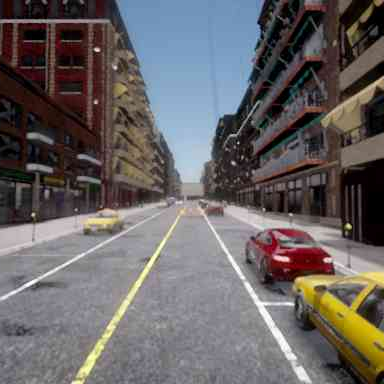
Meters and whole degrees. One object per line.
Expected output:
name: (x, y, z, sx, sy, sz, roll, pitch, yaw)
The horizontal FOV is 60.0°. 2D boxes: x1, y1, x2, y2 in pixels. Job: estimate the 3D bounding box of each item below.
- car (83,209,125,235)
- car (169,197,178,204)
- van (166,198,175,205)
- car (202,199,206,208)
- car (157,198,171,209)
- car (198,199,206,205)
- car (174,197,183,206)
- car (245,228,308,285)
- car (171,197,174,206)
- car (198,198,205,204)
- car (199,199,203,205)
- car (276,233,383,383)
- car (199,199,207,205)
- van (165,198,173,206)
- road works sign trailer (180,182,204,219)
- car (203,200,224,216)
car: (-5.278, 1.730, 20.428, 1.752, 1.417, 4.829, 2, -1, 0)
car: (-5.222, 2.418, 92.485, 2.192, 1.841, 5.009, 1, -1, 0)
van: (-5.231, 2.288, 81.425, 1.690, 1.788, 3.998, 1, -1, 0)
car: (2.617, 1.981, 42.814, 1.752, 1.417, 4.829, 1, -1, 0)
car: (-5.251, 2.181, 59.132, 1.752, 1.417, 4.829, 2, -1, 0)
car: (2.648, 2.568, 86.884, 1.887, 1.381, 4.507, 1, -1, 0)
car: (-2.697, 2.329, 71.071, 1.812, 1.442, 4.674, 0, -1, 0)
car: (2.592, 1.676, 9.464, 1.802, 1.307, 4.206, 1, -1, 0)
car: (-5.242, 2.042, 64.836, 2.192, 1.841, 5.009, 2, -1, 0)
car: (2.662, 2.543, 92.417, 1.967, 1.590, 4.097, 1, -1, 0)
car: (2.628, 2.202, 59.233, 1.887, 1.381, 4.507, 1, -1, 0)
car: (2.589, 1.566, 4.105, 1.752, 1.417, 4.829, 2, -1, 0)
car: (2.645, 2.491, 81.355, 1.887, 1.381, 4.507, 1, -1, 0)
van: (-5.234, 2.212, 75.894, 1.690, 1.788, 3.998, 2, -1, 0)
road works sign trailer: (0.024, 0.815, 33.792, 2.380, 3.560, 2.880, 0, -1, 0)
car: (2.612, 1.934, 37.112, 1.887, 1.381, 4.507, 1, -1, 0)
